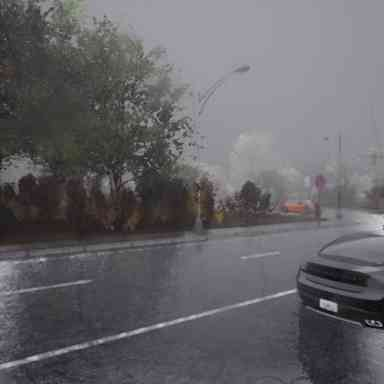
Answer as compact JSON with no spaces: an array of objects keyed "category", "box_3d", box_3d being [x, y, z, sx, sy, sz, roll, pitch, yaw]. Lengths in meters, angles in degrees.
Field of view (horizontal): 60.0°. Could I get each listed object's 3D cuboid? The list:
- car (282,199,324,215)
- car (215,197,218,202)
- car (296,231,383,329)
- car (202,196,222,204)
[{"category":"car","box_3d":[12.127,1.559,36.571,2.097,1.767,4.553,0,0,-32]},{"category":"car","box_3d":[1.605,1.380,53.247,2.150,2.045,5.566,0,0,-33]},{"category":"car","box_3d":[4.143,1.554,6.697,4.892,1.490,1.837,0,0,-36]},{"category":"car","box_3d":[4.100,1.643,69.250,1.994,1.385,4.181,0,1,-33]}]
